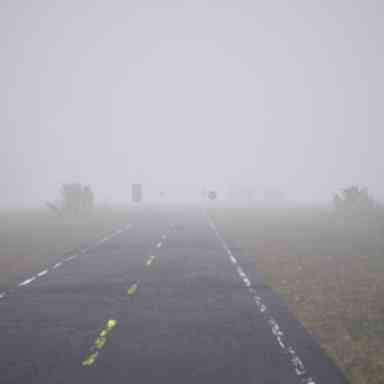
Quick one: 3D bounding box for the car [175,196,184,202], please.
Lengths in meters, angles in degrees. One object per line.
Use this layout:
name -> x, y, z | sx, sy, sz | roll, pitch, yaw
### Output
car -> -2.776, 1.560, 77.341 | 1.812, 1.442, 4.674 | 0, 0, 0
